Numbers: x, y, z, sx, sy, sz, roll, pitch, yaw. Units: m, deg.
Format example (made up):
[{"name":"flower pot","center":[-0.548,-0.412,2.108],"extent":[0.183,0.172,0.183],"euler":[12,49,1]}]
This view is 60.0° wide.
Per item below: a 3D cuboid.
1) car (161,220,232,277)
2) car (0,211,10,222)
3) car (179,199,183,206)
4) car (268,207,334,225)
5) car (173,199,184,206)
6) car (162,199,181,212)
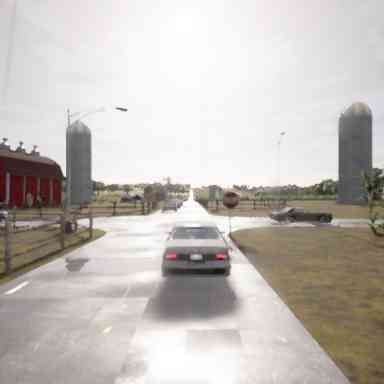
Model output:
[{"name":"car","center":[0.102,1.586,10.298],"extent":[2.033,1.411,5.357],"euler":[0,0,0]},{"name":"car","center":[-16.913,1.675,26.007],"extent":[4.892,1.490,1.837],"euler":[0,1,0]},{"name":"car","center":[-2.830,1.920,53.981],"extent":[1.882,1.535,5.008],"euler":[0,-1,0]},{"name":"car","center":[8.570,1.830,26.139],"extent":[4.718,1.301,1.895],"euler":[0,0,-5]},{"name":"car","center":[-2.752,2.149,68.384],"extent":[2.128,1.511,4.902],"euler":[0,-1,0]},{"name":"car","center":[-2.844,1.928,43.185],"extent":[1.895,1.301,4.718],"euler":[0,-1,0]}]
